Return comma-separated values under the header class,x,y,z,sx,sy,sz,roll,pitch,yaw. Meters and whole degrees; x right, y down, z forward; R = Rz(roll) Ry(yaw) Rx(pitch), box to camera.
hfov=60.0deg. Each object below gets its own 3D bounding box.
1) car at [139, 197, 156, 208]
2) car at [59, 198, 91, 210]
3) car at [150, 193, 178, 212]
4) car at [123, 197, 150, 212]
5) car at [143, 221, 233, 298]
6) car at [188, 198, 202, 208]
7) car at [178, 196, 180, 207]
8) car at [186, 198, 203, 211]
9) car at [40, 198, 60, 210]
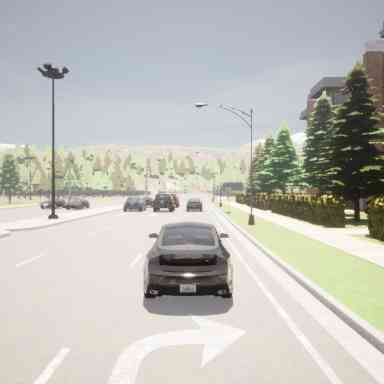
class,x,y,z,sx,sy,sz,roll,pitch,yaw
car,-6.554,1.505,49.464,1.837,1.490,4.892,0,0,1
car,-14.663,1.548,42.780,2.033,1.411,5.357,0,0,1
car,-3.216,1.221,38.798,2.150,2.045,5.566,0,0,1
car,-6.705,1.352,39.537,2.097,1.767,4.553,0,0,1
car,-0.085,1.504,8.473,1.837,1.490,4.892,0,0,0
car,0.450,1.564,49.671,1.994,1.385,4.181,0,0,1
car,-3.054,1.221,49.441,2.150,2.045,5.566,0,0,1
car,0.297,1.492,39.606,2.128,1.511,4.902,0,0,1
car,-18.144,1.501,43.679,2.128,1.511,4.902,0,0,1
